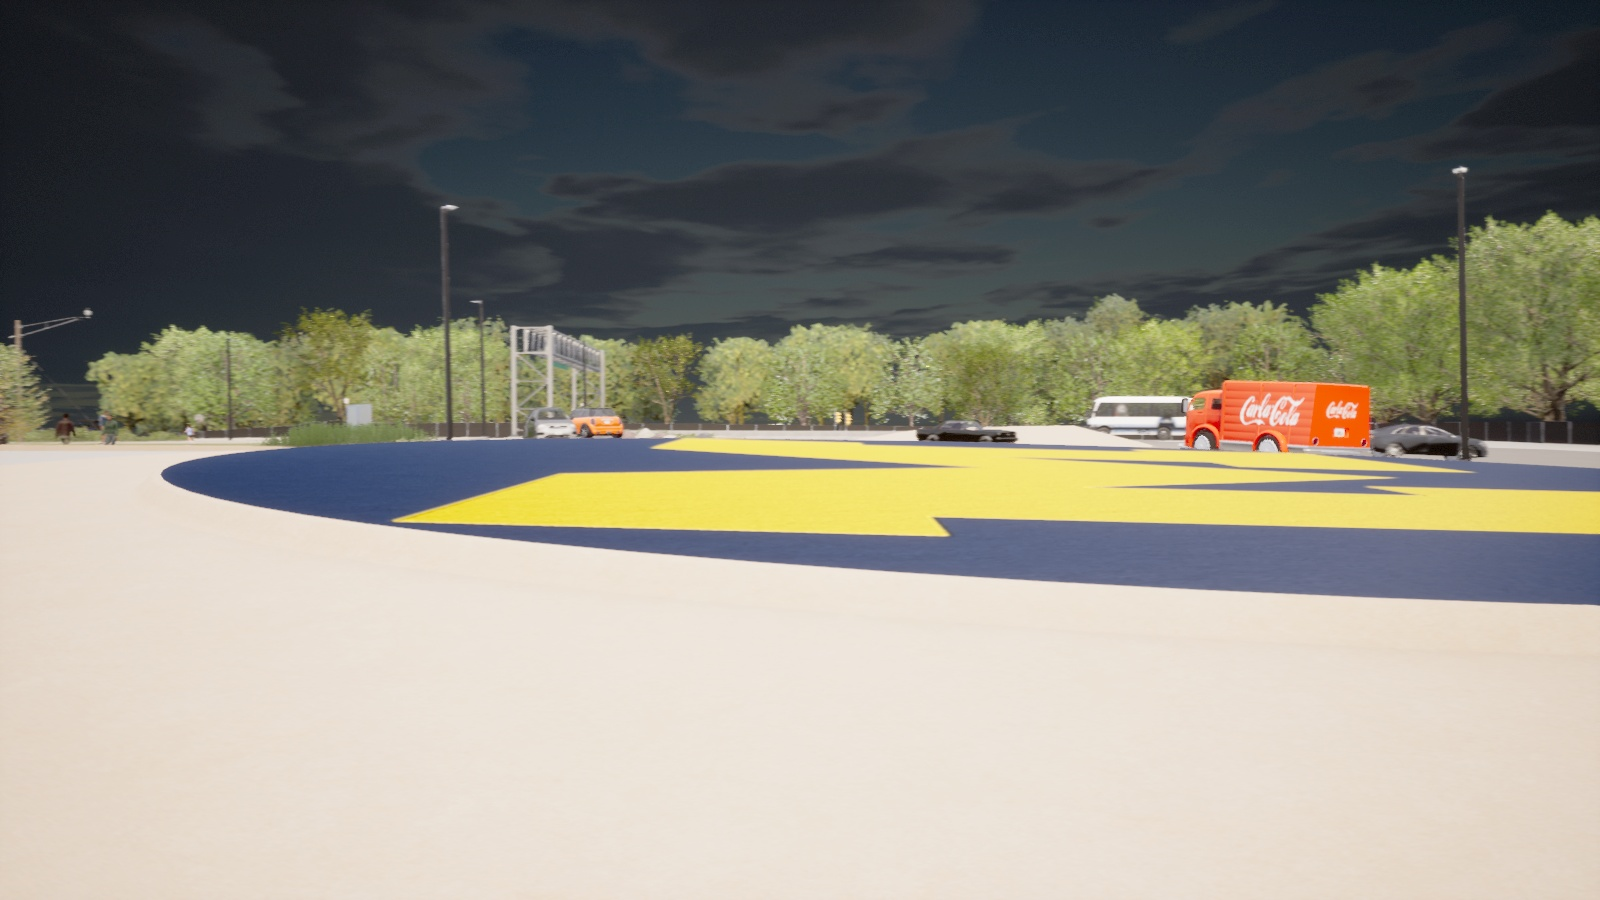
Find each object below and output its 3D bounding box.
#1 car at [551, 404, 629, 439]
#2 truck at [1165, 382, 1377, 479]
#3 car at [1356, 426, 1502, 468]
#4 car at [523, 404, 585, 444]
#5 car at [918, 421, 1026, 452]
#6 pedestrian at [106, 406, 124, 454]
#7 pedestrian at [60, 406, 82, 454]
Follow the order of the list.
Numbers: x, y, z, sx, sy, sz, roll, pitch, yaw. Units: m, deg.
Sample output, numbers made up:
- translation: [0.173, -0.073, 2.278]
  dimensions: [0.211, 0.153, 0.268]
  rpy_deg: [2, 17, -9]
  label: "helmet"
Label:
- translation: [-11.030, -1.505, 65.753]
  dimensions: [2.097, 1.767, 4.553]
  rpy_deg: [-1, 2, -38]
  label: "car"
- translation: [13.384, -0.634, 36.119]
  dimensions: [2.627, 2.467, 5.204]
  rpy_deg: [2, 3, -25]
  label: "truck"
- translation: [25.945, -0.142, 51.966]
  dimensions: [4.902, 1.511, 2.128]
  rpy_deg: [2, 2, 7]
  label: "car"
- translation: [-10.411, -1.125, 52.967]
  dimensions: [1.851, 1.617, 3.988]
  rpy_deg: [-1, 2, -21]
  label: "car"
- translation: [8.025, -0.656, 58.954]
  dimensions: [4.718, 1.301, 1.895]
  rpy_deg: [3, 2, 40]
  label: "car"
- translation: [-26.547, -0.769, 48.682]
  dimensions: [0.353, 1.847, 0.614]
  rpy_deg: [-1, 1, -3]
  label: "pedestrian"
- translation: [-27.836, -0.766, 47.959]
  dimensions: [0.431, 1.840, 0.703]
  rpy_deg: [-1, 1, -8]
  label: "pedestrian"
